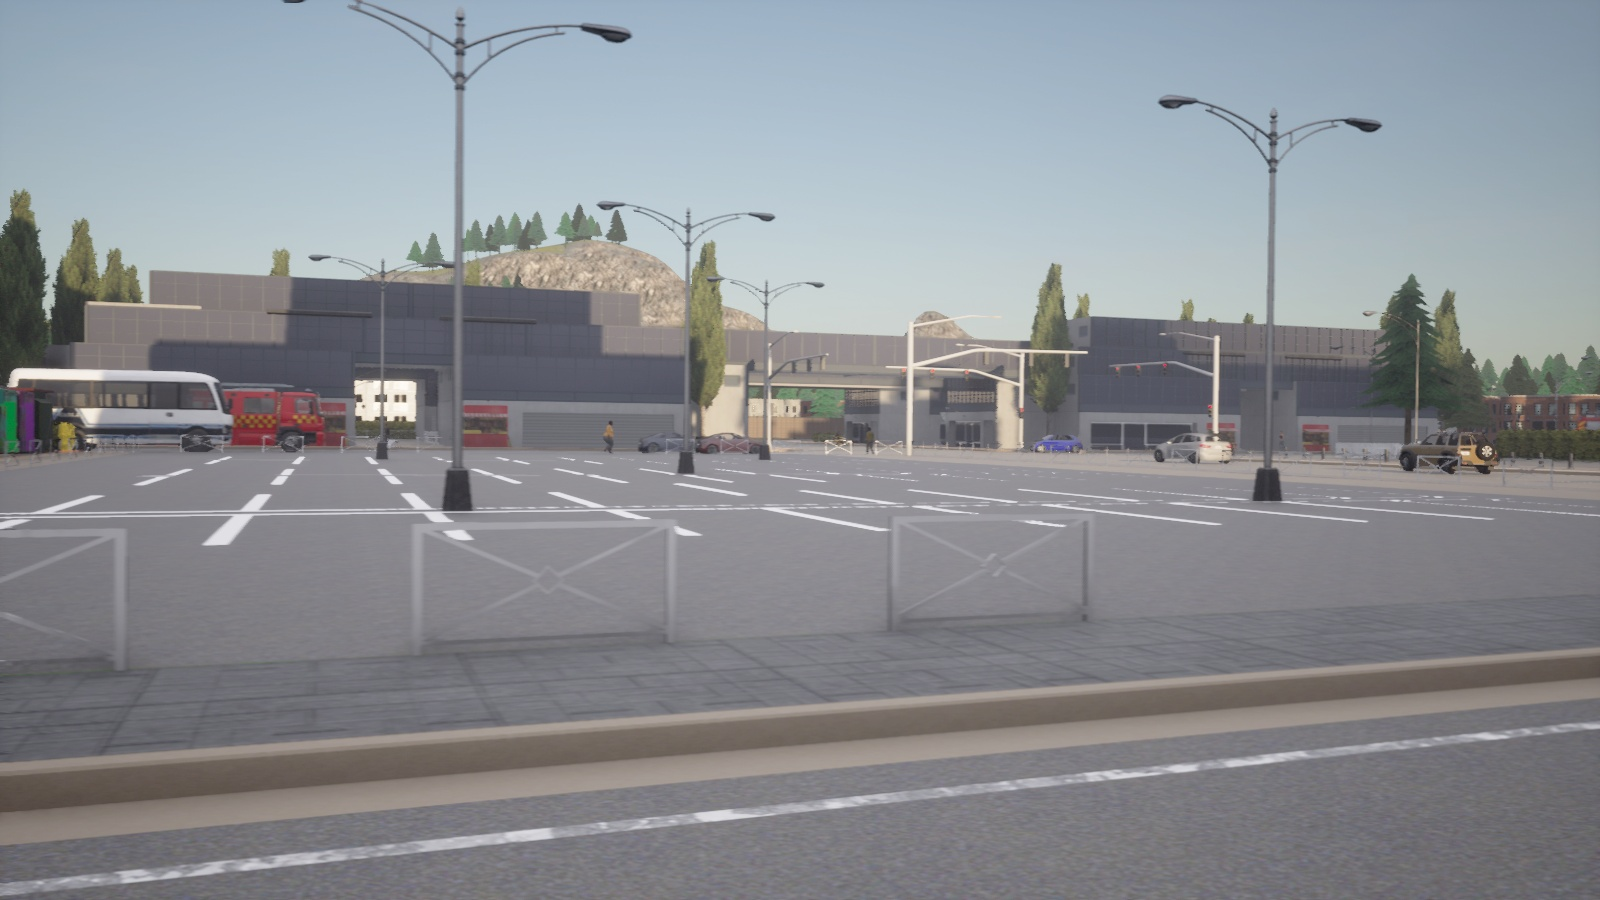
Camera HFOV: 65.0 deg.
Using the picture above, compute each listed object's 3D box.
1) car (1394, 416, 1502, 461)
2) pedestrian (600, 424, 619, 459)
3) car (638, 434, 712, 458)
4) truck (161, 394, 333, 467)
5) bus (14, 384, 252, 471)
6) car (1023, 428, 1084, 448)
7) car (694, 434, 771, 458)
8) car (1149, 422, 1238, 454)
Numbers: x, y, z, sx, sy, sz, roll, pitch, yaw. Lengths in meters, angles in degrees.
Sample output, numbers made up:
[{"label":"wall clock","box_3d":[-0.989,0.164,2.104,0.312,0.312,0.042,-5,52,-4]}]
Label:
[{"label":"car","box_3d":[28.016,-0.519,54.461,1.932,1.855,4.605,-1,1,-7]},{"label":"pedestrian","box_3d":[-10.239,-0.475,67.476,0.900,1.855,0.874,-1,1,-12]},{"label":"car","box_3d":[-7.735,-0.259,77.435,4.181,1.385,1.994,-1,1,-19]},{"label":"truck","box_3d":[-30.454,-1.115,69.616,8.468,3.827,2.891,-1,1,-19]},{"label":"bus","box_3d":[-34.033,-1.208,64.687,10.273,4.253,3.944,-1,1,-19]},{"label":"car","box_3d":[19.294,-0.897,95.592,4.193,1.474,1.816,-1,1,-10]},{"label":"car","box_3d":[-4.065,-0.259,75.015,4.181,1.385,1.994,-1,1,-20]},{"label":"car","box_3d":[21.332,-0.643,68.210,2.242,1.667,4.611,-1,1,-20]}]
